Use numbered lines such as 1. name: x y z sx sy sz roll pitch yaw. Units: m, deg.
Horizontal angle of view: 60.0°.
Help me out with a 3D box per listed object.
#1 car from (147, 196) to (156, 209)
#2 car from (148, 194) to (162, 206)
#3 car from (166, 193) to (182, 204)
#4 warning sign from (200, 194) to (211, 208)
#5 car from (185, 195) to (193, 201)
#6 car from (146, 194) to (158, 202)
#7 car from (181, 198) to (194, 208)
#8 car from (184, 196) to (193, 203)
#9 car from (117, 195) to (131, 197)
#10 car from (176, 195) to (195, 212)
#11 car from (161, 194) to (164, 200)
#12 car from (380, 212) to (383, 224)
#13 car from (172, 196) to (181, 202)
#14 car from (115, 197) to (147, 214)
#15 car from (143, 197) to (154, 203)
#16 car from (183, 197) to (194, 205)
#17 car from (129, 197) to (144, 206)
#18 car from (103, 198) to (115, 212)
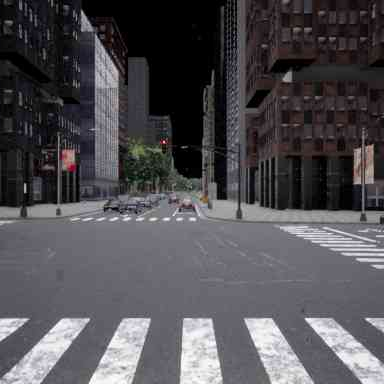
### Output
1. car: -6.474 1.586 45.448 1.994 1.385 4.181 0 0 -1
2. car: -6.510 1.550 55.641 1.837 1.490 4.892 0 0 0
3. car: -3.480 1.422 65.600 2.097 1.767 4.553 0 0 0
4. warning sign: 1.718 1.131 42.744 1.300 1.860 1.060 0 0 0
5. car: -0.844 1.573 87.885 1.967 1.590 4.097 0 0 0
6. car: -9.309 1.416 76.998 2.192 1.841 5.009 0 0 0
7. car: -0.632 1.614 49.910 1.802 1.307 4.206 0 0 0
8. car: -0.754 1.611 71.780 1.752 1.417 4.829 0 0 0
9. car: -9.128 1.335 44.443 2.192 1.841 5.009 0 0 0
10. car: -0.572 1.448 39.061 1.967 1.590 4.097 0 0 0
11. car: -9.370 1.448 87.850 2.192 1.841 5.009 0 0 0
12. car: 14.997 1.457 21.005 5.566 2.045 2.150 1 0 0
13. car: -3.535 1.582 75.638 1.812 1.442 4.674 0 0 0
14. car: -6.421 1.547 35.494 2.033 1.411 5.357 0 0 -1
15. car: -9.278 1.668 71.572 1.802 1.307 4.206 0 0 0
16. car: -0.693 1.602 60.760 1.887 1.381 4.507 0 0 0
17. car: -9.186 1.569 55.124 1.752 1.417 4.829 0 0 0
18. car: -9.097 1.573 39.016 1.947 1.339 4.313 0 0 0
